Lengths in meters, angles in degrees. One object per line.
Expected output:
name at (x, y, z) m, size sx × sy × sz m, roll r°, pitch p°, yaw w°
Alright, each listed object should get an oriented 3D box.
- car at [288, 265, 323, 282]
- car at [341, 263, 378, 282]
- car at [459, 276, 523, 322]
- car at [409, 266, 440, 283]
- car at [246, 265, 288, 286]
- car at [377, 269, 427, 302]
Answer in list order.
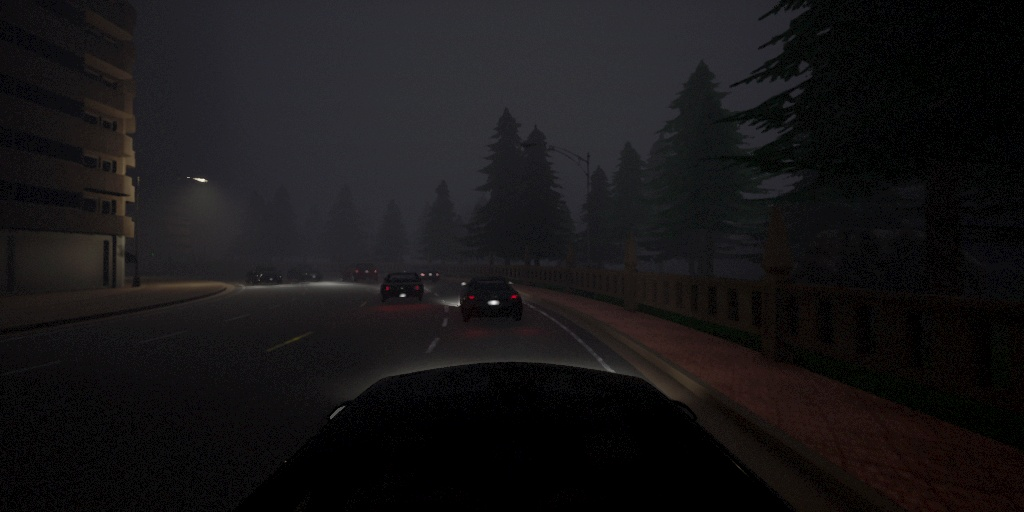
car at (-18.919, 1.536, 32.652) m, size 4.902 × 1.511 × 2.128 m, roll 0°, pitch -1°, yaw 42°
car at (-13.989, 1.398, 32.762) m, size 2.097 × 1.767 × 4.553 m, roll 0°, pitch -1°, yaw -40°
car at (-0.874, 1.422, 12.996) m, size 1.994 × 1.385 × 4.181 m, roll 0°, pitch 0°, yaw -9°
car at (-7.999, 1.576, 31.019) m, size 2.033 × 1.411 × 5.357 m, roll 0°, pitch -1°, yaw -34°
car at (-19.846, 1.512, 28.716) m, size 1.837 × 1.490 × 4.892 m, roll 2°, pitch -1°, yaw -45°
car at (-5.618, 1.509, 18.383) m, size 1.895 × 1.301 × 4.718 m, roll 0°, pitch -1°, yaw -17°
